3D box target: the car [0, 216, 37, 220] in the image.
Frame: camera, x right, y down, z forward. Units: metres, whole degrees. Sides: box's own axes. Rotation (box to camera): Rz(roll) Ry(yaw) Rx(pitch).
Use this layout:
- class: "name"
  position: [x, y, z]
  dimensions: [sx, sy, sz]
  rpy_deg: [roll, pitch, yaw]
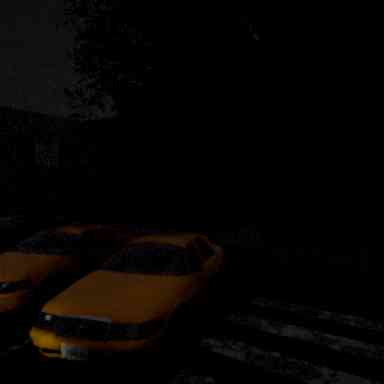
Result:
- class: "car"
  position: [-5.415, 1.507, 9.968]
  dimensions: [2.231, 1.521, 4.892]
  rpy_deg: [0, -1, 16]

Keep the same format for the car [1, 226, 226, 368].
- class: "car"
  position: [-0.585, 1.488, 6.293]
  dimensions: [1.946, 1.575, 5.366]
  rpy_deg: [0, -1, 16]

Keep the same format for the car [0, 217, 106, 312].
- class: "car"
  position: [-3.028, 1.494, 8.037]
  dimensions: [1.946, 1.575, 5.366]
  rpy_deg: [0, -1, 16]
